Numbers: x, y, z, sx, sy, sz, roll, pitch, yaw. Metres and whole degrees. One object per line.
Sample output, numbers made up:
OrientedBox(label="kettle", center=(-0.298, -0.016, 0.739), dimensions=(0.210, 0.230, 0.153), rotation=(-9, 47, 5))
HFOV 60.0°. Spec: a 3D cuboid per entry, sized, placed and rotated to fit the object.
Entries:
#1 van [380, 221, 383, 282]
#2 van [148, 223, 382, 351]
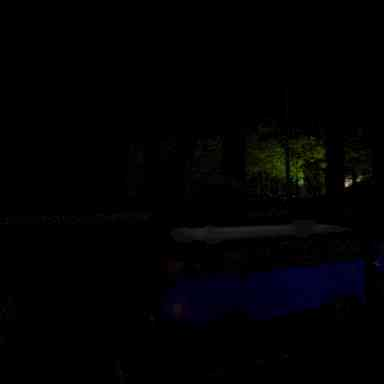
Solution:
OrientedBox(label="van", center=(6.427, 1.525, 8.490), dimensions=(3.998, 1.788, 1.690), rotation=(0, -2, -25))
OrientedBox(label="van", center=(1.295, 1.507, 6.108), dimensions=(3.998, 1.788, 1.690), rotation=(0, -2, -25))
